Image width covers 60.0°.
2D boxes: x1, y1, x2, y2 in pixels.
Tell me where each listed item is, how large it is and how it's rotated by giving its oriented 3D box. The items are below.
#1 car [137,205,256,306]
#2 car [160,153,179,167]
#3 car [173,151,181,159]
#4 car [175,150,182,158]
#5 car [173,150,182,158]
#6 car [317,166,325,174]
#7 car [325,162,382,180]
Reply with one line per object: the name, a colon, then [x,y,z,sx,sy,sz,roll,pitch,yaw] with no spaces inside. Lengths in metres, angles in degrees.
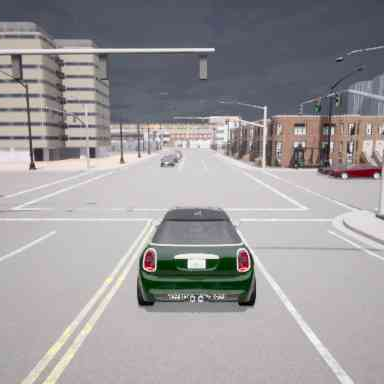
car: [0.090,1.074,7.660,2.097,1.767,4.553,0,4,0]
car: [-3.519,-4.519,48.859,2.128,1.511,4.902,0,8,1]
car: [-3.468,-5.928,58.196,1.882,1.535,5.008,0,9,0]
car: [-3.381,-7.267,67.490,1.812,1.442,4.674,0,8,1]
car: [-3.350,-8.940,77.540,2.097,1.767,4.553,0,8,0]
car: [16.390,-2.514,35.762,5.357,1.411,2.033,0,8,0]
car: [16.044,-2.065,32.284,5.008,1.535,1.882,0,8,0]
